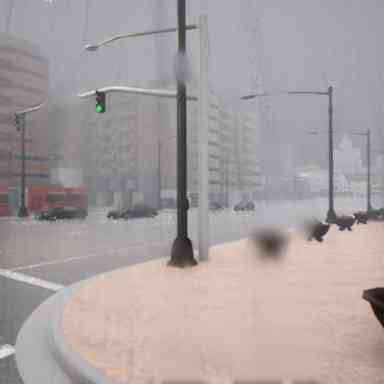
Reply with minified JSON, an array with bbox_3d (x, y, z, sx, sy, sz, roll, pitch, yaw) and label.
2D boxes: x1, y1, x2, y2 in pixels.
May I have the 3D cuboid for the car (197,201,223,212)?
[{"bbox_3d":[2.700,2.161,48.890,1.837,1.490,4.892,0,-2,36],"label":"car"}]

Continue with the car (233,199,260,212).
[{"bbox_3d":[7.980,2.202,50.241,1.837,1.490,4.892,0,-2,36],"label":"car"}]

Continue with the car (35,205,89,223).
[{"bbox_3d":[-11.299,1.833,29.134,1.812,1.442,4.674,0,-1,36],"label":"car"}]

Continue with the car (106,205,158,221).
[{"bbox_3d":[-5.474,1.901,31.298,2.033,1.411,5.357,0,-1,35],"label":"car"}]
